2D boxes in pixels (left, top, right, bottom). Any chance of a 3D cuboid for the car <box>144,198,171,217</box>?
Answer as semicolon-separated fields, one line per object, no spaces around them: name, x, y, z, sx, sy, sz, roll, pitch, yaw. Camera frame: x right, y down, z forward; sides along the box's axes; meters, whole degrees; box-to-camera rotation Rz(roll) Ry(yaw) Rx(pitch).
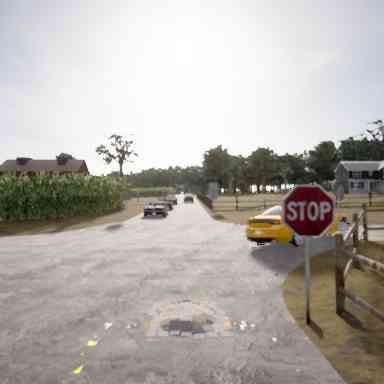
car;-3.154;1.467;29.753;1.895;1.301;4.718;0;0;0

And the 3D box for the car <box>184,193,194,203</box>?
car;-0.575;1.219;61.658;1.837;1.490;4.892;0;0;0

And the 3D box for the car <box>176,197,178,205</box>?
car;-3.316;1.231;53.173;1.882;1.535;5.008;0;1;0

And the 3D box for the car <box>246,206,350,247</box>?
car;4.328;1.197;13.332;5.008;1.535;1.882;-3;-3;-37

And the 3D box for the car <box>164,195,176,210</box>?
car;-3.229;1.418;39.740;1.895;1.301;4.718;0;0;0

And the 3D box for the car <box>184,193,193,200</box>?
car;-0.662;0.976;72.087;1.882;1.535;5.008;0;0;0
